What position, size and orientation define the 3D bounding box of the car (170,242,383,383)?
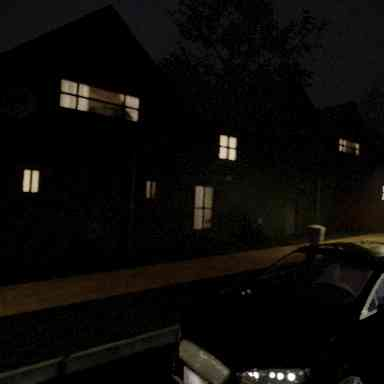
[{"bbox_3d":[2.039,1.503,4.467,4.902,1.511,2.128,0,0,-35],"label":"car"}]
